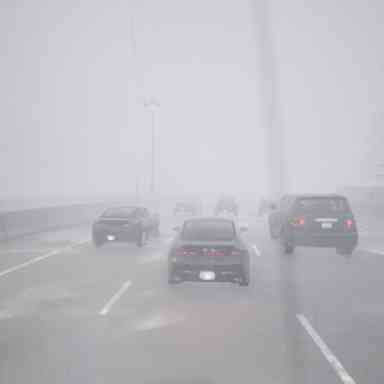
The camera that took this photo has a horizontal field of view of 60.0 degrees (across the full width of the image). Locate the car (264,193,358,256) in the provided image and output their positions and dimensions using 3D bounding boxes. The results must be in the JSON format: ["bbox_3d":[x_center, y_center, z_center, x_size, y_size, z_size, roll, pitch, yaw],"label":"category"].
[{"bbox_3d":[4.289,1.061,12.600,2.150,2.045,5.566,0,1,6],"label":"car"}]

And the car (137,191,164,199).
[{"bbox_3d":[-5.855,0.698,49.924,2.097,1.767,4.553,0,1,18],"label":"car"}]

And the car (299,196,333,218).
[{"bbox_3d":[9.968,1.165,27.045,1.837,1.490,4.892,0,1,11],"label":"car"}]

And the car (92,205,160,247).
[{"bbox_3d":[-2.579,1.319,13.992,1.837,1.490,4.892,0,1,6],"label":"car"}]

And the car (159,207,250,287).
[{"bbox_3d":[0.483,1.387,9.041,1.837,1.490,4.892,0,1,4],"label":"car"}]

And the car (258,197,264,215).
[{"bbox_3d":[6.778,1.110,28.908,1.882,1.535,5.008,0,1,11],"label":"car"}]

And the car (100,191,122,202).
[{"bbox_3d":[-12.045,0.838,53.633,2.033,1.411,5.357,0,1,19],"label":"car"}]

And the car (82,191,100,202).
[{"bbox_3d":[-15.648,0.638,53.779,2.097,1.767,4.553,0,1,18],"label":"car"}]

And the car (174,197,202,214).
[{"bbox_3d":[-0.316,1.147,29.137,1.812,1.442,4.674,0,1,11],"label":"car"}]

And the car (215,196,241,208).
[{"bbox_3d":[3.036,1.143,28.072,1.837,1.490,4.892,0,1,11],"label":"car"}]

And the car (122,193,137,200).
[{"bbox_3d":[-8.655,0.873,52.638,1.994,1.385,4.181,0,1,19],"label":"car"}]
